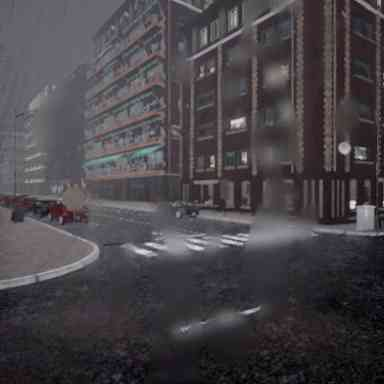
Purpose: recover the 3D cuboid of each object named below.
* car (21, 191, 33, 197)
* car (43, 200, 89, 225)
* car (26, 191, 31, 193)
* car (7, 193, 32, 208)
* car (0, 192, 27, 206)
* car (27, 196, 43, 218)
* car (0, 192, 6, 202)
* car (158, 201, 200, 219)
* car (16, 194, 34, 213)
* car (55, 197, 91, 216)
[{"bbox_3d":[-38.512,0.437,77.633,1.752,1.417,4.829,1,0,-36],"label":"car"},{"bbox_3d":[-8.291,1.344,22.281,1.887,1.381,4.507,1,0,-36],"label":"car"},{"bbox_3d":[-23.597,0.911,47.666,1.812,1.442,4.674,0,1,-36],"label":"car"},{"bbox_3d":[-18.343,1.106,35.998,1.887,1.381,4.507,1,0,-36],"label":"car"},{"bbox_3d":[-21.699,1.025,40.569,1.887,1.381,4.507,1,0,-36],"label":"car"},{"bbox_3d":[-11.633,1.286,26.856,1.947,1.339,4.313,1,0,-36],"label":"car"},{"bbox_3d":[-31.766,0.788,54.282,2.008,1.369,4.403,1,0,-36],"label":"car"},{"bbox_3d":[-1.137,1.365,26.770,2.008,1.369,4.403,1,0,-36],"label":"car"},{"bbox_3d":[-14.988,1.186,31.427,1.887,1.381,4.507,1,0,-36],"label":"car"},{"bbox_3d":[-10.847,1.255,30.148,1.994,1.385,4.181,0,1,-36],"label":"car"}]
